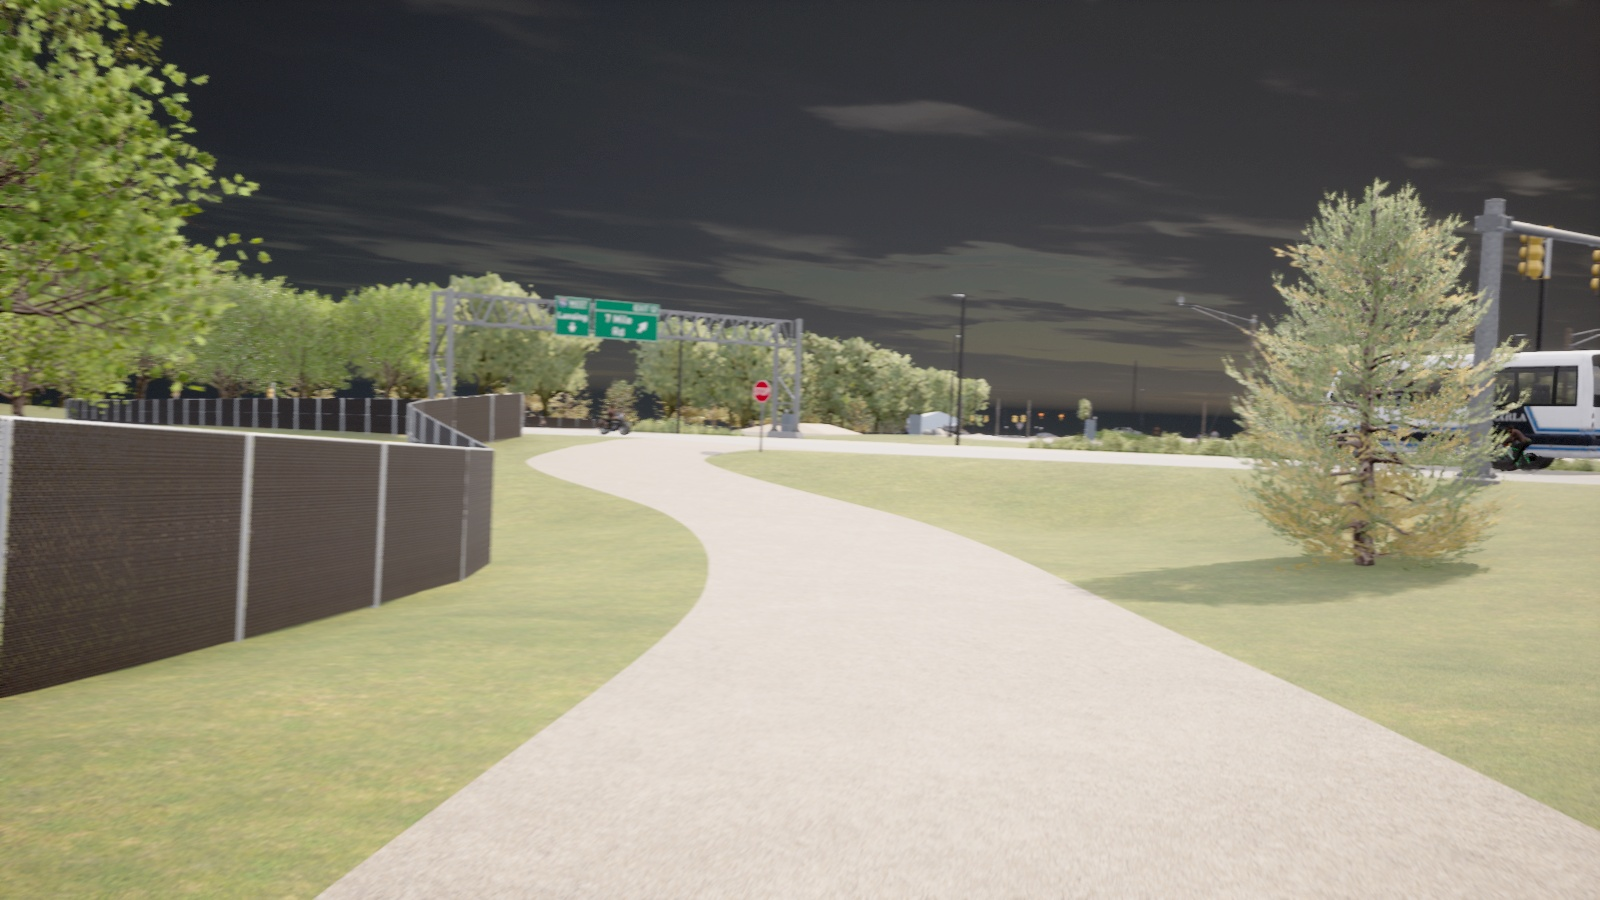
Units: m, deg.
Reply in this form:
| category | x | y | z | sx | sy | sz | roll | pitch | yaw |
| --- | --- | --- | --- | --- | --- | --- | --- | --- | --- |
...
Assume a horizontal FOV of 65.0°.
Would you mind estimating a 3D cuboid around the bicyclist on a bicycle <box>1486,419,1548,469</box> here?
| category | x | y | z | sx | sy | sz | roll | pitch | yaw |
| --- | --- | --- | --- | --- | --- | --- | --- | --- | --- |
| bicyclist on a bicycle | 24.114 | -0.212 | 42.252 | 0.582 | 1.620 | 1.656 | 0 | 1 | -37 |

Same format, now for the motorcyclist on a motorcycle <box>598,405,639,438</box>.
| category | x | y | z | sx | sy | sz | roll | pitch | yaw |
| --- | --- | --- | --- | --- | --- | --- | --- | --- | --- |
| motorcyclist on a motorcycle | -9.267 | -1.451 | 63.964 | 2.350 | 1.649 | 0.766 | 2 | 2 | 43 |

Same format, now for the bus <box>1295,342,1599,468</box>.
| category | x | y | z | sx | sy | sz | roll | pitch | yaw |
| --- | --- | --- | --- | --- | --- | --- | --- | --- | --- |
| bus | 24.579 | -1.649 | 47.406 | 3.944 | 4.253 | 10.273 | 0 | 2 | -37 |
